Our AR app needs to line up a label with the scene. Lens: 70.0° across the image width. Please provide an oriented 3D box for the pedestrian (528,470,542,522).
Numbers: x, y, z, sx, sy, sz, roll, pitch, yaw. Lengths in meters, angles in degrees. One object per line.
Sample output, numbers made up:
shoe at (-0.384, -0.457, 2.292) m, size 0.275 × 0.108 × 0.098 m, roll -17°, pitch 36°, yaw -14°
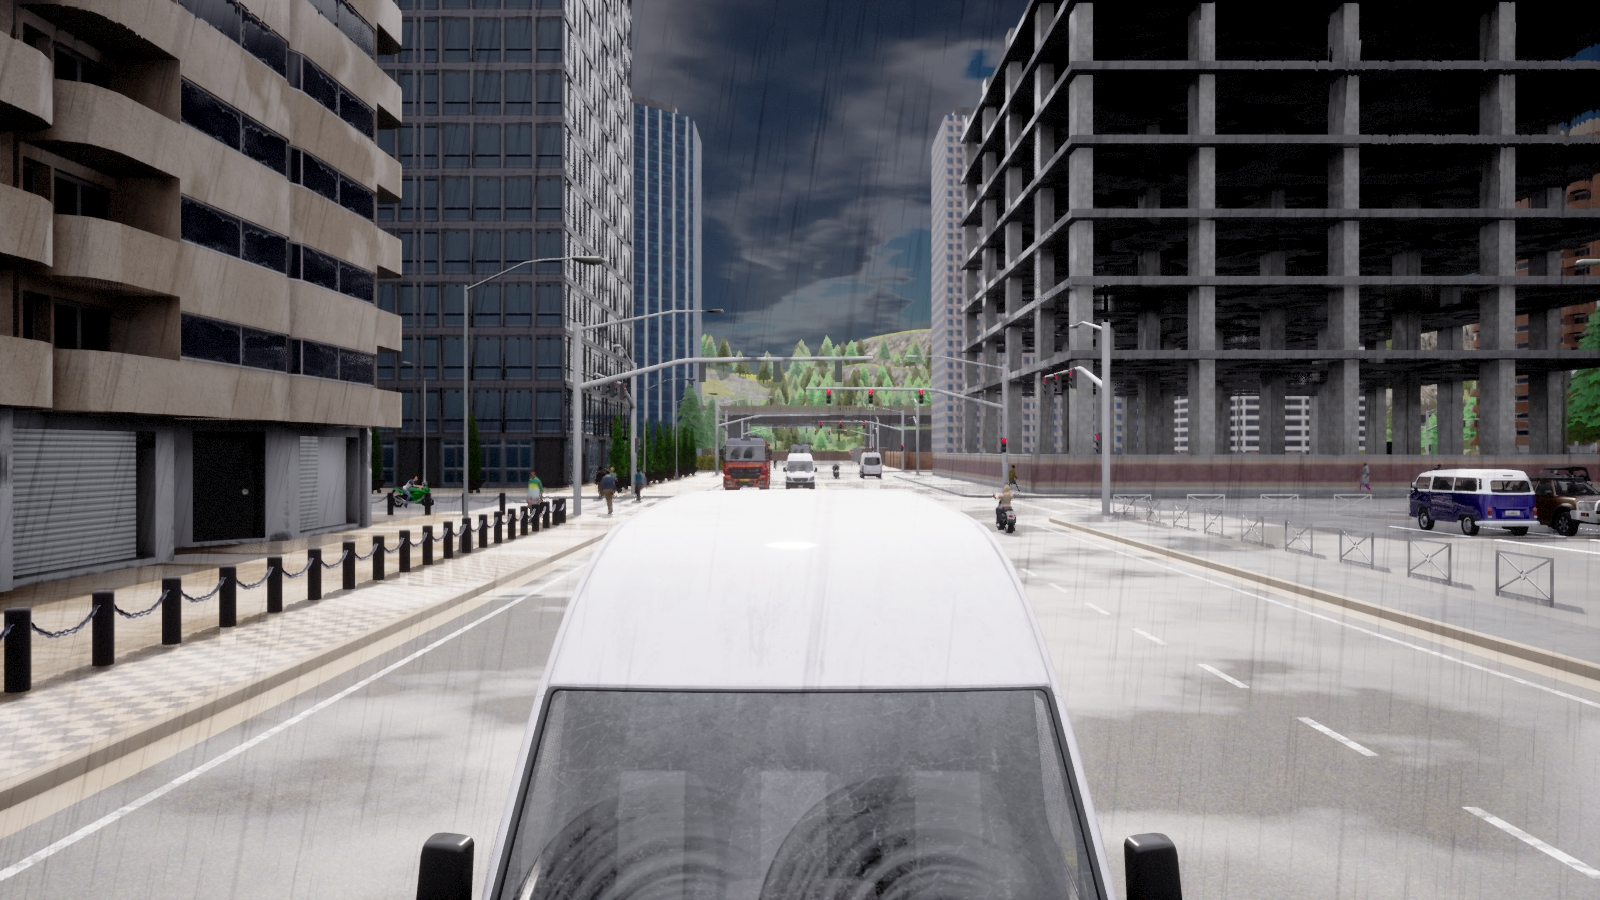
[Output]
pedestrian at (-9.529, 1.661, 41.100) m, size 0.375 × 1.860 × 0.375 m, roll 0°, pitch 0°, yaw 13°

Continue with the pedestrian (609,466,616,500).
pedestrian at (-10.188, 1.793, 62.083) m, size 0.375 × 1.860 × 0.375 m, roll 0°, pitch 0°, yaw -14°

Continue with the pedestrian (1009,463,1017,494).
pedestrian at (12.503, 1.667, 67.083) m, size 0.375 × 1.860 × 0.375 m, roll 0°, pitch 0°, yaw 0°

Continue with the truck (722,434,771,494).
truck at (-3.496, 0.891, 77.013) m, size 2.891 × 3.827 × 8.468 m, roll 0°, pitch 0°, yaw 0°

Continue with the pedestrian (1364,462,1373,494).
pedestrian at (33.617, 1.642, 67.581) m, size 0.375 × 1.860 × 0.375 m, roll 0°, pitch 0°, yaw 9°

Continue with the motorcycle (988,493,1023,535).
motorcycle at (7.003, 2.155, 39.097) m, size 0.764 × 1.307 × 2.356 m, roll 0°, pitch 0°, yaw 0°

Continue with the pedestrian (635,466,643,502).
pedestrian at (-8.540, 1.802, 60.495) m, size 0.375 × 1.860 × 0.375 m, roll 0°, pitch 0°, yaw 0°

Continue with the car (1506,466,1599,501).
car at (40.818, 1.802, 61.953) m, size 3.866 × 1.878 × 1.905 m, roll 0°, pitch 0°, yaw 0°

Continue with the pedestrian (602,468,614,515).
pedestrian at (-7.756, 1.682, 46.243) m, size 0.375 × 1.860 × 0.375 m, roll 0°, pitch 0°, yaw -31°

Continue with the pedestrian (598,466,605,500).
pedestrian at (-10.834, 1.793, 62.378) m, size 0.375 × 1.860 × 0.375 m, roll 0°, pitch 0°, yaw -16°

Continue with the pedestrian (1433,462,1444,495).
pedestrian at (36.890, 1.641, 65.999) m, size 0.375 × 1.860 × 0.375 m, roll 0°, pitch 0°, yaw -10°

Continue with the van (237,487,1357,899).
van at (-0.002, 1.534, 4.985) m, size 1.988 × 2.561 × 5.915 m, roll 0°, pitch 0°, yaw 0°
